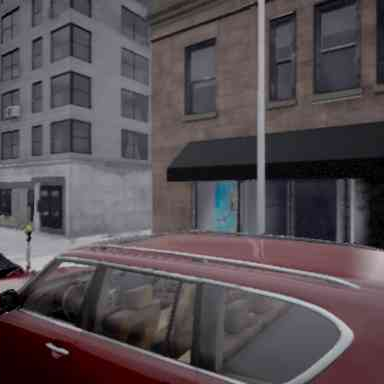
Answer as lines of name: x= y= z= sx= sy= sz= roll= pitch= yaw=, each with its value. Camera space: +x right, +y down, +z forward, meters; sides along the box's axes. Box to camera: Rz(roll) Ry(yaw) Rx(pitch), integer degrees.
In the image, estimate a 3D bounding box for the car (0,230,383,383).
car: x=-0.330 y=1.310 z=3.085 sx=5.009 sy=1.841 sz=2.192 roll=0 pitch=0 yaw=36
